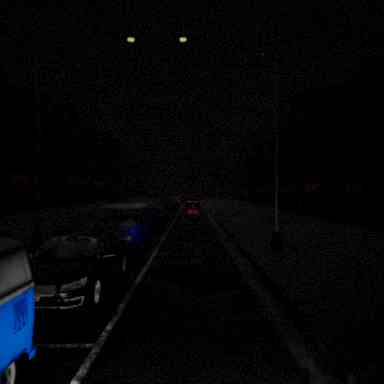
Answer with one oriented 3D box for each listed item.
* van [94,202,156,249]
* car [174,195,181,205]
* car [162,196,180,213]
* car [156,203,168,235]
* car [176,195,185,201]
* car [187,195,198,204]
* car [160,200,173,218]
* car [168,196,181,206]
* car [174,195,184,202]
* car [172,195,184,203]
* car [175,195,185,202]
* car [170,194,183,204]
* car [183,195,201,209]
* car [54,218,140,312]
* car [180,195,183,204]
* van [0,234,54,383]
[{"bbox_3d":[-2.626,1.336,13.305,1.690,1.788,3.998,1,0,0],"label":"van"},{"bbox_3d":[-2.626,1.432,41.009,1.802,1.307,4.206,1,0,0],"label":"car"},{"bbox_3d":[-2.625,1.439,35.468,1.947,1.339,4.313,1,0,0],"label":"car"},{"bbox_3d":[-2.627,1.537,18.851,1.947,1.339,4.313,1,0,0],"label":"car"},{"bbox_3d":[-2.628,1.372,79.788,2.008,1.369,4.403,1,0,0],"label":"car"},{"bbox_3d":[0.095,1.318,58.216,1.837,1.490,4.892,0,0,1],"label":"car"},{"bbox_3d":[-2.624,1.519,24.391,1.802,1.307,4.206,1,0,0],"label":"car"},{"bbox_3d":[-2.627,1.346,51.916,1.752,1.417,4.829,1,0,0],"label":"car"},{"bbox_3d":[-2.629,1.382,68.706,1.947,1.339,4.313,1,0,0],"label":"car"},{"bbox_3d":[-2.628,1.364,63.166,2.008,1.369,4.403,1,0,0],"label":"car"},{"bbox_3d":[-2.628,1.363,74.247,1.887,1.381,4.507,1,0,0],"label":"car"},{"bbox_3d":[-2.627,1.254,57.626,1.967,1.590,4.097,1,0,0],"label":"car"},{"bbox_3d":[0.100,1.348,43.240,1.837,1.490,4.892,0,0,0],"label":"car"},{"bbox_3d":[-2.630,1.557,7.760,2.008,1.369,4.403,1,0,0],"label":"car"},{"bbox_3d":[-2.625,1.273,46.547,1.967,1.590,4.097,1,0,0],"label":"car"},{"bbox_3d":[-2.631,1.346,2.215,1.690,1.788,3.998,0,0,0],"label":"van"}]
